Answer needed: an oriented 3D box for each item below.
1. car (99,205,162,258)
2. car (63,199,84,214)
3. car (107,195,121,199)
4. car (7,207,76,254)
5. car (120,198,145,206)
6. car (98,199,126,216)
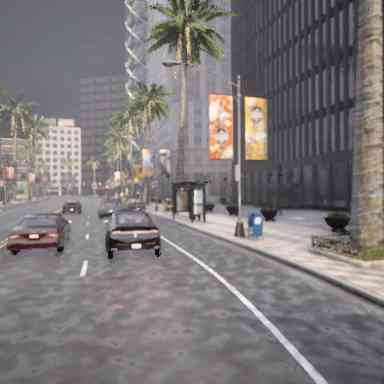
[{"bbox_3d":[-2.369,1.492,12.837,2.128,1.511,4.902,0,0,-15],"label":"car"},{"bbox_3d":[-12.968,1.540,36.260,1.837,1.490,4.892,0,0,-17],"label":"car"},{"bbox_3d":[-14.864,1.372,64.620,2.185,1.767,4.553,0,0,-17],"label":"car"},{"bbox_3d":[-6.131,1.567,13.805,2.033,1.411,5.357,0,0,-16],"label":"car"},{"bbox_3d":[-6.266,1.480,36.531,2.231,1.521,4.892,0,0,-17],"label":"car"},{"bbox_3d":[-7.324,1.575,29.758,1.994,1.385,4.181,0,0,-17],"label":"car"}]
